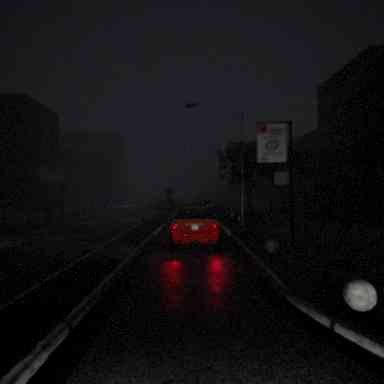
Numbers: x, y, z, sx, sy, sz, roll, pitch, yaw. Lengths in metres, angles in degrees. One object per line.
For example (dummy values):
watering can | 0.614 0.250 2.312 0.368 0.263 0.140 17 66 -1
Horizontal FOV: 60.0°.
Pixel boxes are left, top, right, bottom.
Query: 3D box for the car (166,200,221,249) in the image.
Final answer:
car | 0.122 1.412 15.000 2.097 1.767 4.553 0 -1 0

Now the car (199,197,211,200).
car | 1.880 1.520 48.340 1.837 1.490 4.892 0 1 -6

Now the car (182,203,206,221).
car | 0.180 1.782 31.429 2.033 1.411 5.357 0 0 0

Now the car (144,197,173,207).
car | -5.227 1.469 52.525 4.674 1.442 1.812 0 1 -23
